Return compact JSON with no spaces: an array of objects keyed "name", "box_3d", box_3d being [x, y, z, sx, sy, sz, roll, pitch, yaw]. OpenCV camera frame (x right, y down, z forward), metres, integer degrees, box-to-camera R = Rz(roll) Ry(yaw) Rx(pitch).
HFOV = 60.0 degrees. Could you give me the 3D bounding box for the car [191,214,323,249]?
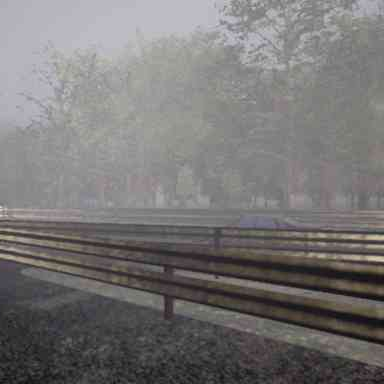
[{"name":"car","box_3d":[2.678,1.649,13.896,5.357,1.411,2.033,-1,0,22]}]
